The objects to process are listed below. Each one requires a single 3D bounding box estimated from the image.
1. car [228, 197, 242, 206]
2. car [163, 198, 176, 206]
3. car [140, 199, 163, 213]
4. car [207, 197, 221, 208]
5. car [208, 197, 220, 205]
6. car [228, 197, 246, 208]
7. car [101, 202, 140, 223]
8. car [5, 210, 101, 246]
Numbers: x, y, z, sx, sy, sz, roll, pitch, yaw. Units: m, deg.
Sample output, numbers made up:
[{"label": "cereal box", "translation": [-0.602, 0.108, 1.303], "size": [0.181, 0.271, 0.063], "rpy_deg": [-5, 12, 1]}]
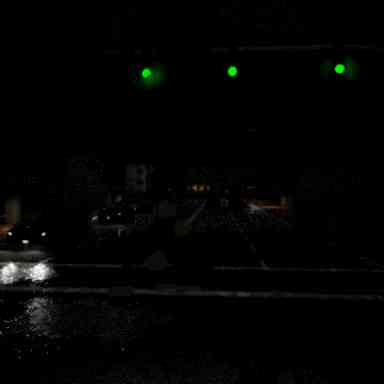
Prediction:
[{"label": "car", "translation": [7.313, 1.533, 56.895], "size": [1.994, 1.385, 4.181], "rpy_deg": [0, 0, 4]}, {"label": "car", "translation": [-3.572, 1.578, 51.908], "size": [1.994, 1.385, 4.181], "rpy_deg": [0, 0, 4]}, {"label": "car", "translation": [-4.775, 1.457, 36.350], "size": [1.882, 1.535, 5.008], "rpy_deg": [0, 0, 5]}, {"label": "car", "translation": [3.228, 1.537, 48.882], "size": [1.994, 1.385, 4.181], "rpy_deg": [0, 0, 4]}, {"label": "car", "translation": [3.828, 1.532, 57.218], "size": [1.994, 1.385, 4.181], "rpy_deg": [0, 0, 4]}, {"label": "car", "translation": [6.719, 1.538, 48.631], "size": [1.994, 1.385, 4.181], "rpy_deg": [0, 0, 4]}, {"label": "car", "translation": [-5.580, 1.511, 25.236], "size": [1.812, 1.442, 4.674], "rpy_deg": [0, 0, 4]}, {"label": "car", "translation": [-6.284, 1.538, 15.537], "size": [2.033, 1.411, 5.357], "rpy_deg": [0, 0, 4]}]
